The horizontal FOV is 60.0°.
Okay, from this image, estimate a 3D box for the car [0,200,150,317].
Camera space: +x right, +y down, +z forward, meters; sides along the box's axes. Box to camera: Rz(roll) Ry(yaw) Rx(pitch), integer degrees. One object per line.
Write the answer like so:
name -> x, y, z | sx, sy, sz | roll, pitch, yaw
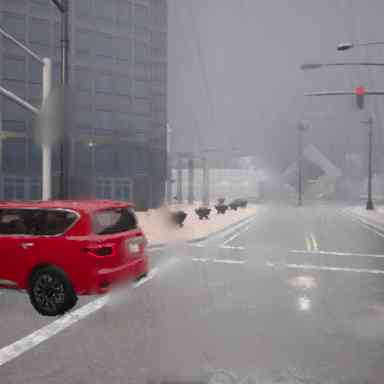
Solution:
car -> -3.676, 1.197, 7.347 | 5.566, 2.045, 2.150 | 0, 0, 18
